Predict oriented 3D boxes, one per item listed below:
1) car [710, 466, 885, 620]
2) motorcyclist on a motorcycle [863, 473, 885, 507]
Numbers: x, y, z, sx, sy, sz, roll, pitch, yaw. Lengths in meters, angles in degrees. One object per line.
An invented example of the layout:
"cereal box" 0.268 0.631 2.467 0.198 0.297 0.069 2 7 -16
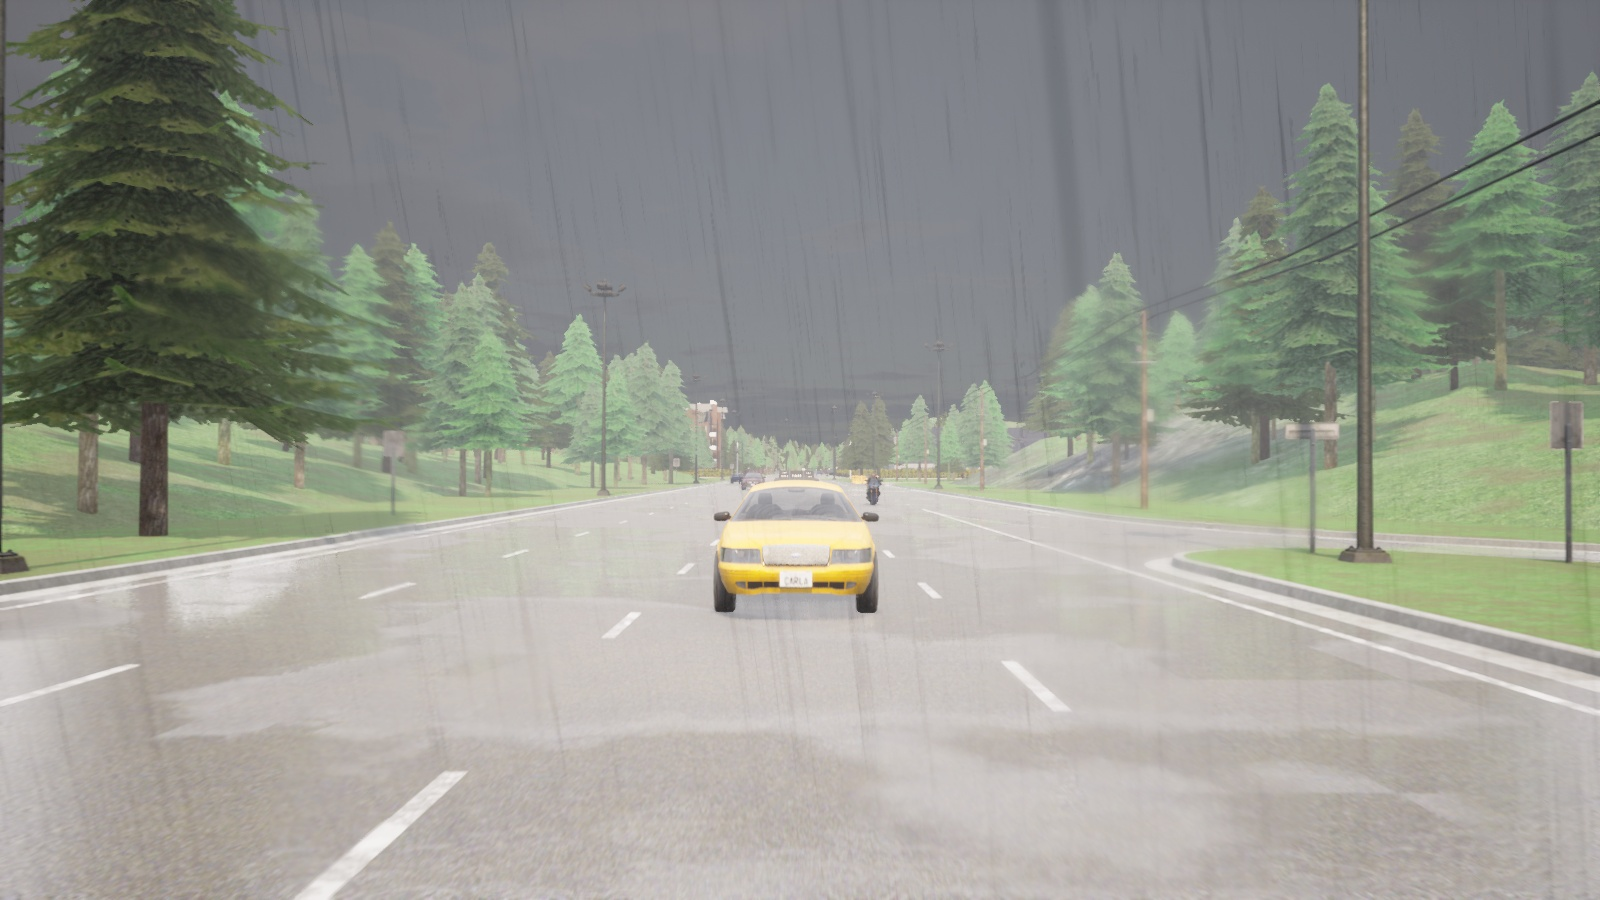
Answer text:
"car" -0.038 1.020 15.648 1.801 1.575 5.366 0 -1 0
"motorcyclist on a motorcycle" 3.361 1.794 57.237 0.866 1.530 2.191 0 -1 0
